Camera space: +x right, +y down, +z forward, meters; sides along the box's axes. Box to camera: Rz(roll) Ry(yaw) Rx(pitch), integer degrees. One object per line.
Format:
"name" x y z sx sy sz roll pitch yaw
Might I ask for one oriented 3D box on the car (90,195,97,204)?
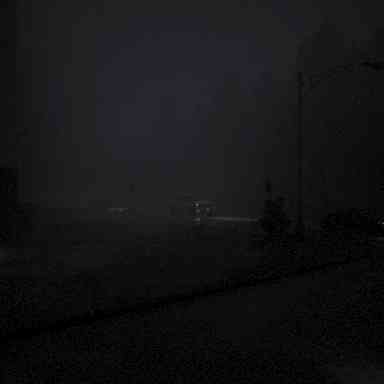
"car" -18.068 1.352 63.976 2.097 1.767 4.553 0 0 -35

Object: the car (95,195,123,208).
"car" -11.774 1.547 48.052 2.033 1.411 5.357 0 0 -35

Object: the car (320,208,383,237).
"car" 9.149 1.565 18.141 1.994 1.385 4.181 0 0 -27

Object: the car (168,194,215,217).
"car" -0.178 1.220 31.816 2.150 2.045 5.566 0 0 -36
